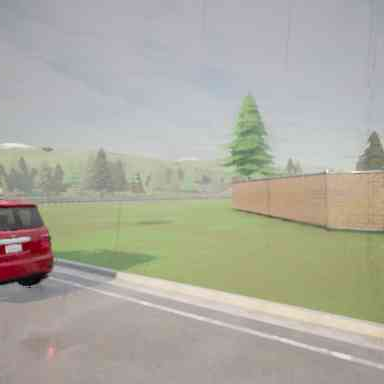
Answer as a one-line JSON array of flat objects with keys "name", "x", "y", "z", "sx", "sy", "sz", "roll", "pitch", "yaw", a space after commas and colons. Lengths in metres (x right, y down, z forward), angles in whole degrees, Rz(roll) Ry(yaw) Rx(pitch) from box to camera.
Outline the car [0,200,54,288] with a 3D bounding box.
[{"name": "car", "x": -5.645, "y": 1.204, "z": 8.023, "sx": 5.566, "sy": 2.045, "sz": 2.150, "roll": 0, "pitch": 0, "yaw": 35}]
